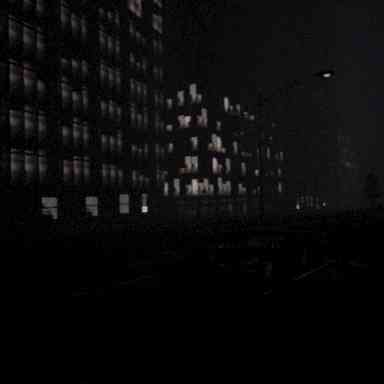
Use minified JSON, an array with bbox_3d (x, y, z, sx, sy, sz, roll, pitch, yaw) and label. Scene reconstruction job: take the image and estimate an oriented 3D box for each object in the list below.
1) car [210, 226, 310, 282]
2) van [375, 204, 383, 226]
[{"bbox_3d":[2.295,1.803,10.524,2.008,1.369,4.403,-3,-3,40],"label":"car"},{"bbox_3d":[16.618,1.866,27.880,1.690,1.788,3.998,-3,-3,39],"label":"van"}]
